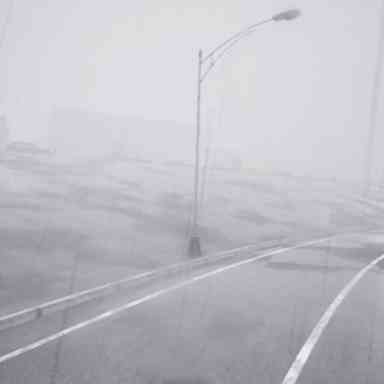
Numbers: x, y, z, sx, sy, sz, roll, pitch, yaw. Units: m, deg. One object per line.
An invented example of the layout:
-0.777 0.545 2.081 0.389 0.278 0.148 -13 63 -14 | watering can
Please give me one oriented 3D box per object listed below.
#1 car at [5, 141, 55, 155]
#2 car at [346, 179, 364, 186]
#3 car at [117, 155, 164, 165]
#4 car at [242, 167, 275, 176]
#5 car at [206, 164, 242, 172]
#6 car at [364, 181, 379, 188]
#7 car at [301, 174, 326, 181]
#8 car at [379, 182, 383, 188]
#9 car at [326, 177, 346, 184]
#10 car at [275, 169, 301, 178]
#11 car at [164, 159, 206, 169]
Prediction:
-15.926 -4.043 32.908 4.553 1.767 2.185 3 -3 -27 | car
27.074 -1.361 57.685 4.892 1.521 2.231 4 -4 -34 | car
-6.200 -3.423 37.883 4.892 1.521 2.231 3 -3 -27 | car
8.406 -2.582 45.756 5.008 1.535 2.097 3 -4 -29 | car
3.583 -2.836 43.026 4.674 1.452 2.002 3 -4 -28 | car
31.647 -1.148 60.975 4.553 1.767 2.185 4 -4 -36 | car
17.994 -1.942 51.610 4.792 1.488 2.163 4 -4 -32 | car
36.139 -0.910 64.330 5.566 2.045 2.435 5 -4 -37 | car
22.606 -1.627 54.625 4.674 1.452 2.002 4 -4 -33 | car
13.152 -2.410 48.582 4.553 1.767 2.185 4 -4 -31 | car
-1.296 -3.161 40.404 4.892 1.521 2.231 3 -4 -27 | car
